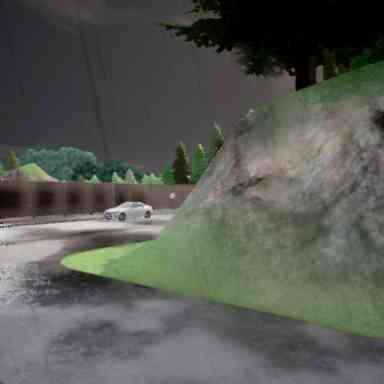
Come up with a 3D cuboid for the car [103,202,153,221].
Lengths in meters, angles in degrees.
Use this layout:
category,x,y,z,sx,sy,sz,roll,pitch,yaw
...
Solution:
category,x,y,z,sx,sy,sz,roll,pitch,yaw
car,-5.208,1.560,27.662,1.812,1.442,4.674,0,0,36
